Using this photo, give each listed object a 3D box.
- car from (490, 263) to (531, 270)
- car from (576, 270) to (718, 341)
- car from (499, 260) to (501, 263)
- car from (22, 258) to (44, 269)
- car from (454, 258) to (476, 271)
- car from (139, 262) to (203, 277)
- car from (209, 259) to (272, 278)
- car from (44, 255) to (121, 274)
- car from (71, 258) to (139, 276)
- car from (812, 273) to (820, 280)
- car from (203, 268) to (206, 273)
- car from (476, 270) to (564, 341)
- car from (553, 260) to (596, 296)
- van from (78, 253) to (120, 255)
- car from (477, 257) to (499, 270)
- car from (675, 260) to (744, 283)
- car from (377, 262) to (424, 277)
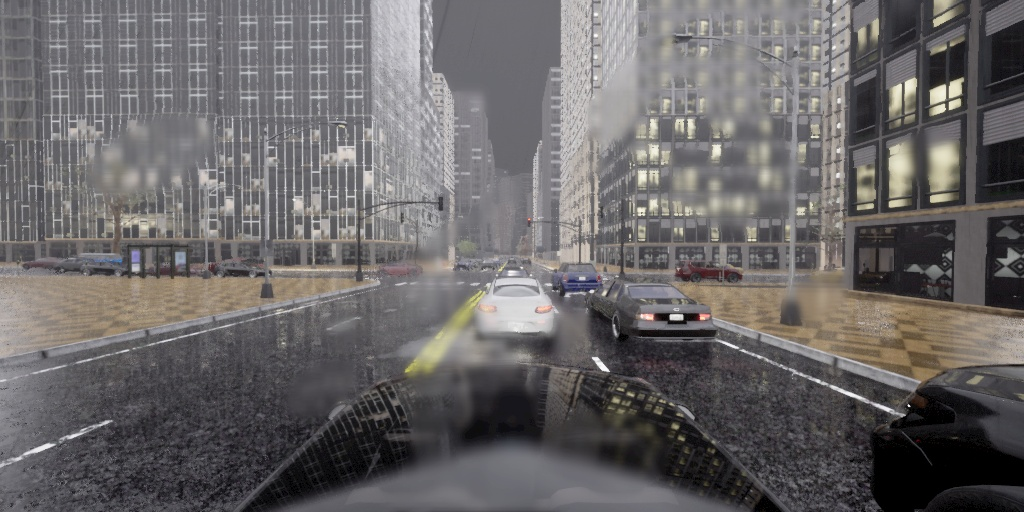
[{"bbox_3d":[0.102,1.288,18.933,2.033,1.411,5.357,0,0,0],"label":"car"},{"bbox_3d":[3.353,1.293,9.829,2.033,1.411,5.357,0,0,0],"label":"car"},{"bbox_3d":[-3.317,1.304,61.030,1.895,1.301,4.718,0,0,0],"label":"car"},{"bbox_3d":[-50.963,0.793,39.388,4.207,1.307,1.802,0,0,1],"label":"car"},{"bbox_3d":[-6.616,1.068,49.285,2.097,1.767,4.553,0,0,1],"label":"car"},{"bbox_3d":[-28.411,1.138,30.435,4.207,1.307,1.802,0,0,1],"label":"car"},{"bbox_3d":[-22.727,1.174,30.301,4.313,1.339,1.948,0,0,1],"label":"car"},{"bbox_3d":[-39.547,0.903,33.360,4.902,1.511,2.128,0,1,1],"label":"car"},{"bbox_3d":[-34.091,1.069,30.609,4.313,1.339,1.948,0,0,1],"label":"car"},{"bbox_3d":[27.647,1.579,29.569,4.829,1.417,1.751,0,0,1],"label":"car"},{"bbox_3d":[-24.985,1.021,33.053,5.008,1.535,1.882,0,1,1],"label":"car"},{"bbox_3d":[0.100,1.272,9.688,1.812,1.442,4.674,0,0,0],"label":"car"},{"bbox_3d":[3.353,1.093,19.215,2.097,1.767,4.553,0,0,0],"label":"car"},{"bbox_3d":[-45.281,0.605,39.271,3.998,1.789,1.690,0,0,1],"label":"van"},{"bbox_3d":[-3.334,1.262,51.269,2.033,1.411,5.357,0,0,0],"label":"car"},{"bbox_3d":[16.198,1.269,29.767,5.009,1.841,2.192,0,0,1],"label":"car"},{"bbox_3d":[-10.374,1.228,33.518,4.181,1.385,1.994,0,1,-9],"label":"car"}]
